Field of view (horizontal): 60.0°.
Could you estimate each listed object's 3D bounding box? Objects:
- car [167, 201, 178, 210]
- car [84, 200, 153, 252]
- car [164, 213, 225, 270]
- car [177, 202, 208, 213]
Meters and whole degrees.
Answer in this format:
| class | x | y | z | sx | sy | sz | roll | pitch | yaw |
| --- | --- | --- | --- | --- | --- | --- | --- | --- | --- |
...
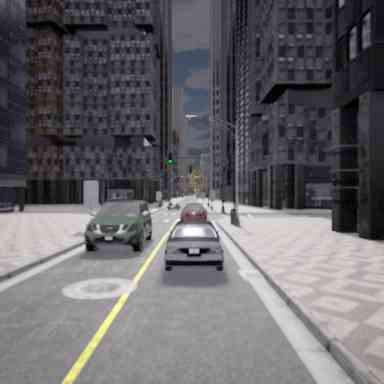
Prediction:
| class | x | y | z | sx | sy | sz | roll | pitch | yaw |
| --- | --- | --- | --- | --- | --- | --- | --- | --- | --- |
| car | -3.021 | 2.230 | 55.139 | 2.128 | 1.511 | 4.902 | 0 | -1 | 1 |
| car | -3.076 | 1.398 | 15.094 | 2.150 | 2.045 | 5.566 | 0 | -1 | 0 |
| car | 0.076 | 1.680 | 11.550 | 2.033 | 1.411 | 5.357 | 0 | -1 | 0 |
| car | 0.264 | 1.690 | 27.629 | 2.097 | 1.767 | 4.553 | 0 | -1 | 4 |
